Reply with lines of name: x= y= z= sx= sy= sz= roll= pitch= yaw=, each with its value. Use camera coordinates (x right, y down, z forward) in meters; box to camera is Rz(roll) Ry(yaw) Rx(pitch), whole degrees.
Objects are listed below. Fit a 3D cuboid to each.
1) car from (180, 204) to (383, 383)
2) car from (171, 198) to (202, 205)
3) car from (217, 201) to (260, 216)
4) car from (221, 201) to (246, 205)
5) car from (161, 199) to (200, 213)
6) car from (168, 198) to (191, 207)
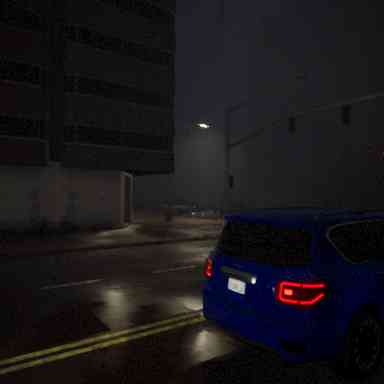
car: x=2.758 y=1.290 z=5.748 sx=5.566 sy=2.045 sz=2.150 roll=0 pitch=0 yaw=-35
car: x=-0.482 y=1.782 z=44.827 sx=1.882 sy=1.535 sz=5.008 roll=1 pitch=0 yaw=-36
car: x=5.088 y=1.810 z=37.166 sx=1.837 sy=1.490 sz=4.892 roll=1 pitch=0 yaw=-36
car: x=4.151 y=1.812 z=32.596 sx=2.033 sy=1.411 sz=5.357 roll=1 pitch=0 yaw=-31
car: x=-1.534 y=1.864 z=40.316 sx=1.895 sy=1.301 sz=4.718 roll=1 pitch=0 yaw=-36
car: x=-2.320 y=1.869 z=59.959 sx=1.882 sy=1.535 sz=5.008 roll=1 pitch=-1 yaw=-32
